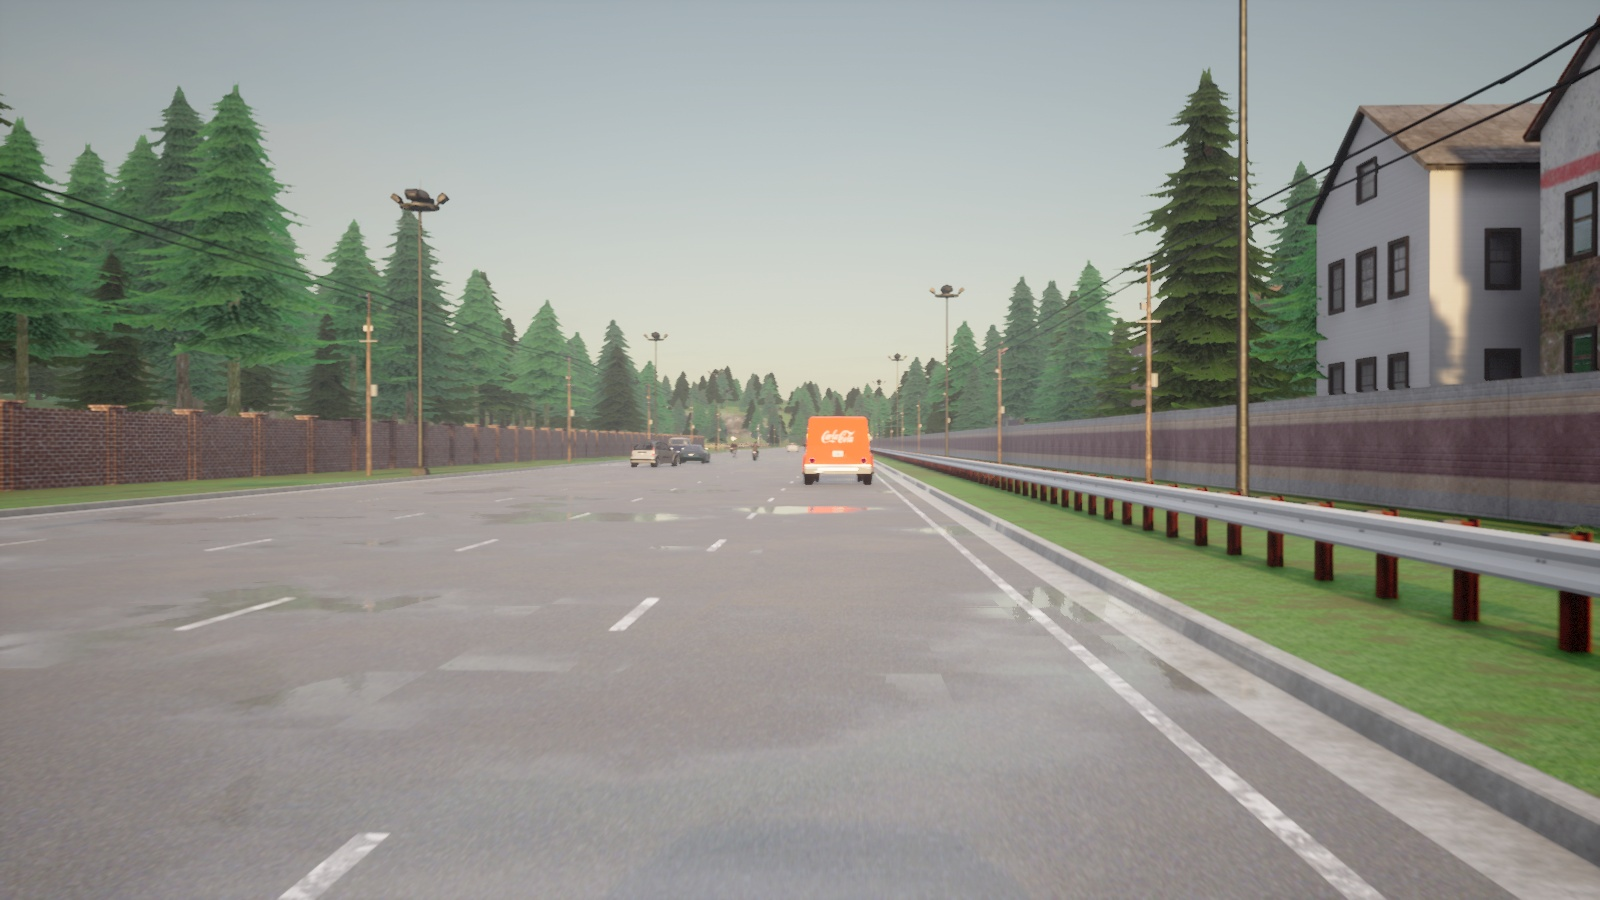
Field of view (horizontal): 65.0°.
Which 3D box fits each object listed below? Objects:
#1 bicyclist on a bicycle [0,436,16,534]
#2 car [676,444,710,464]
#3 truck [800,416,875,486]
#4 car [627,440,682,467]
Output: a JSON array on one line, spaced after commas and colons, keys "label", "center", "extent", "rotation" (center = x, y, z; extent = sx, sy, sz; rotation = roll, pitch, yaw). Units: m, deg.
[{"label": "bicyclist on a bicycle", "center": [-13.420, 0.571, 20.157], "extent": [0.582, 1.620, 1.656], "rotation": [0, 0, 2]}, {"label": "car", "center": [-7.759, 0.286, 91.554], "extent": [1.994, 1.385, 4.181], "rotation": [0, 0, 2]}, {"label": "truck", "center": [1.400, -0.001, 47.035], "extent": [2.627, 2.467, 5.204], "rotation": [0, 1, 2]}, {"label": "car", "center": [-8.928, 0.199, 77.412], "extent": [1.851, 1.617, 3.988], "rotation": [0, 0, 19]}]
